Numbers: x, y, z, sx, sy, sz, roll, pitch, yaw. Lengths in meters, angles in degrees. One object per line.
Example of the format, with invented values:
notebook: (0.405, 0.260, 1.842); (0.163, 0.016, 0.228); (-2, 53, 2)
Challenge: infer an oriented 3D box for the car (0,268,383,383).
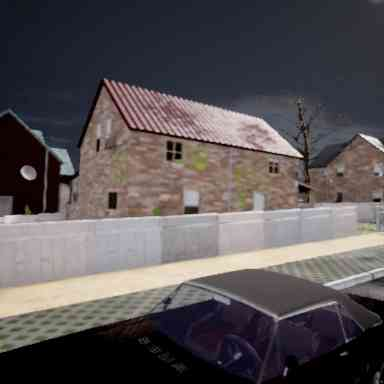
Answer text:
car: (0.404, 1.608, 3.362); (4.718, 1.301, 1.895); (0, 0, -36)
